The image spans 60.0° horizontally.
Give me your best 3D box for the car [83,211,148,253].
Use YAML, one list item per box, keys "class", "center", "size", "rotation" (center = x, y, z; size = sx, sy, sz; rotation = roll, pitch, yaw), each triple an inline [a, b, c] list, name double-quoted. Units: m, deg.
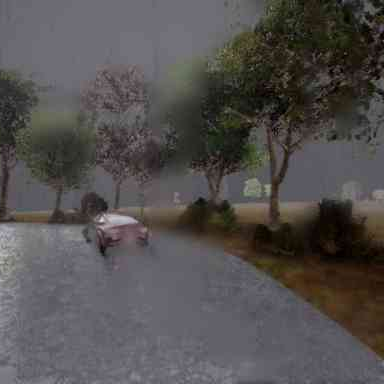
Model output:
- class: "car"
  center: [-3.206, 1.514, 13.745]
  size: [1.812, 1.442, 4.674]
  rotation: [0, 0, -26]
